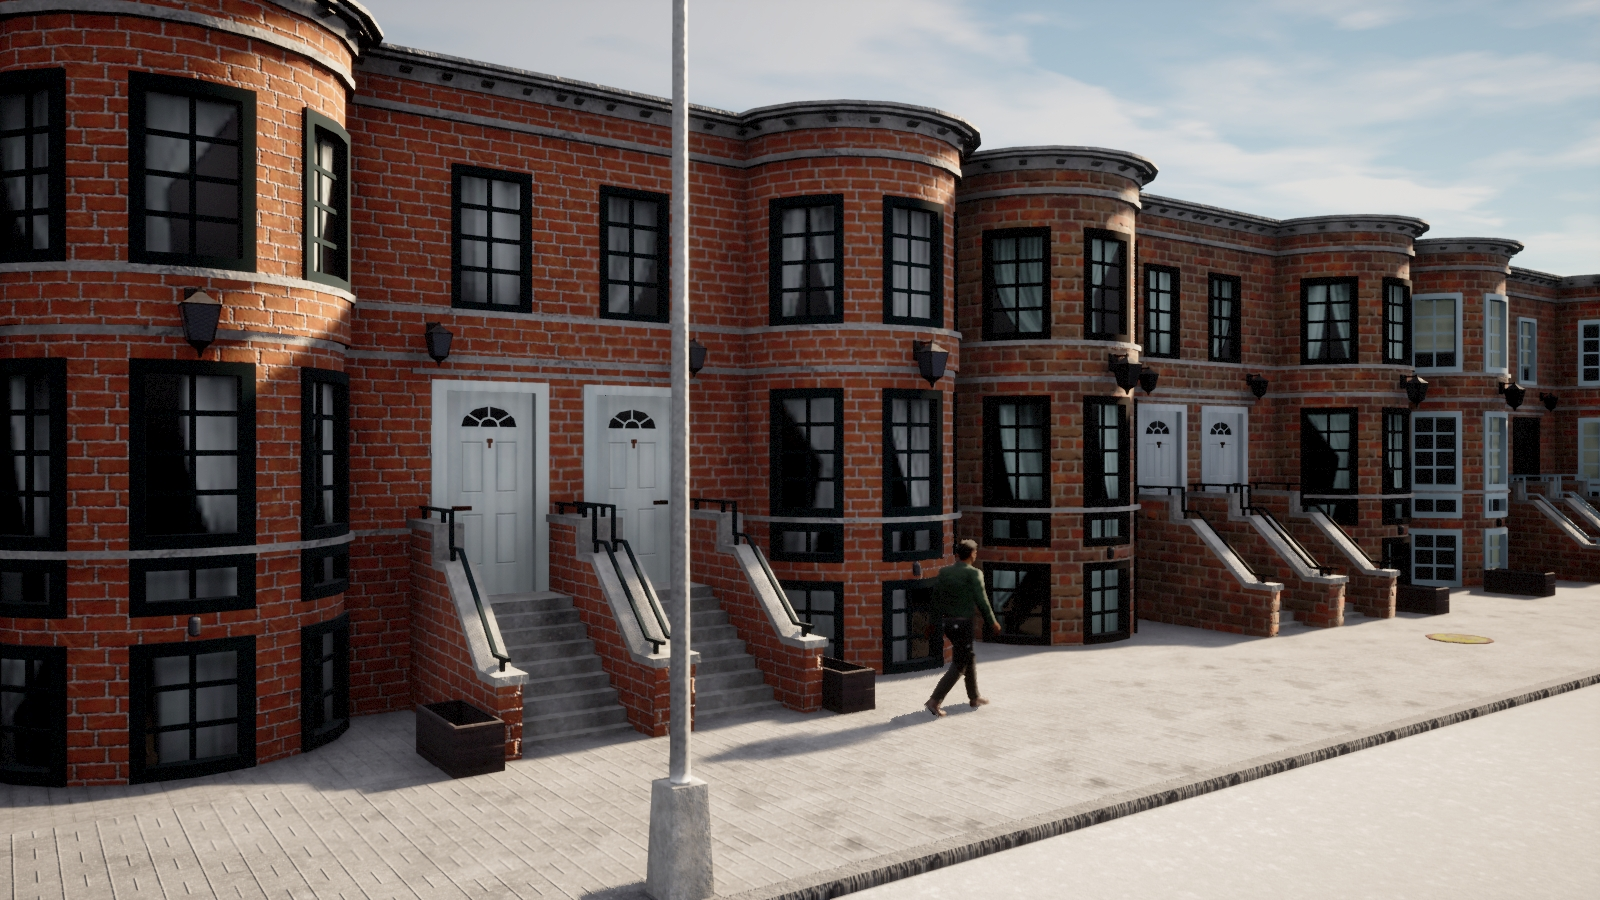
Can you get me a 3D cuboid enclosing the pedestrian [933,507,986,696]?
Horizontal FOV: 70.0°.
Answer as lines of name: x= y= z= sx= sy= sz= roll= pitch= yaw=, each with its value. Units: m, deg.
pedestrian: x=1.627 y=1.521 z=11.665 sx=0.375 sy=1.860 sz=0.375 roll=0 pitch=0 yaw=-37
